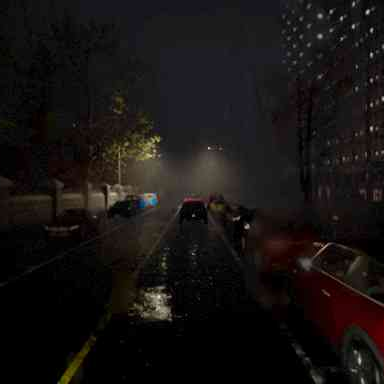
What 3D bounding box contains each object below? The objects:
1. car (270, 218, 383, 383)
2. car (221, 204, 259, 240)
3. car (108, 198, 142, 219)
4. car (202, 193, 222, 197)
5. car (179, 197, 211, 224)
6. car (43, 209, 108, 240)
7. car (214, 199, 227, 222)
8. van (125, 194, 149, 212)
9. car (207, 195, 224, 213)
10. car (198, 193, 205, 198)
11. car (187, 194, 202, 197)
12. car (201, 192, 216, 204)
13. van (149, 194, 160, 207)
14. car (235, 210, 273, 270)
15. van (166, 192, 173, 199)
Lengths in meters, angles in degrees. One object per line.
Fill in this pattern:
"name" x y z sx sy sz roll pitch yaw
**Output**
"car" 2.688 1.409 4.967 1.967 1.590 4.097 0 0 0
"car" 2.689 1.472 16.231 1.947 1.339 4.313 0 0 0
"car" -5.692 1.411 27.497 1.947 1.339 4.313 0 0 0
"car" 2.689 1.100 38.760 2.192 1.841 5.009 0 0 0
"car" 0.102 1.343 23.651 1.882 1.535 5.008 0 0 0
"car" -5.692 1.488 16.231 1.802 1.307 4.206 0 0 0
"car" 2.688 1.420 21.864 1.887 1.381 4.507 0 0 0
"van" -5.692 1.156 33.127 1.690 1.788 3.998 0 0 0
"car" 2.689 1.339 33.297 1.752 1.417 4.829 0 0 0
"car" 2.689 1.112 95.081 1.947 1.339 4.313 0 0 0
"car" 0.100 1.122 41.434 2.097 1.767 4.553 0 0 0
"car" 2.688 1.018 55.656 2.192 1.841 5.009 0 0 0
"van" -5.691 1.097 44.391 1.690 1.788 3.998 0 0 0
"car" 2.688 1.481 10.599 1.887 1.381 4.507 0 0 0
"van" -5.692 0.927 83.815 1.690 1.788 3.998 0 0 0
